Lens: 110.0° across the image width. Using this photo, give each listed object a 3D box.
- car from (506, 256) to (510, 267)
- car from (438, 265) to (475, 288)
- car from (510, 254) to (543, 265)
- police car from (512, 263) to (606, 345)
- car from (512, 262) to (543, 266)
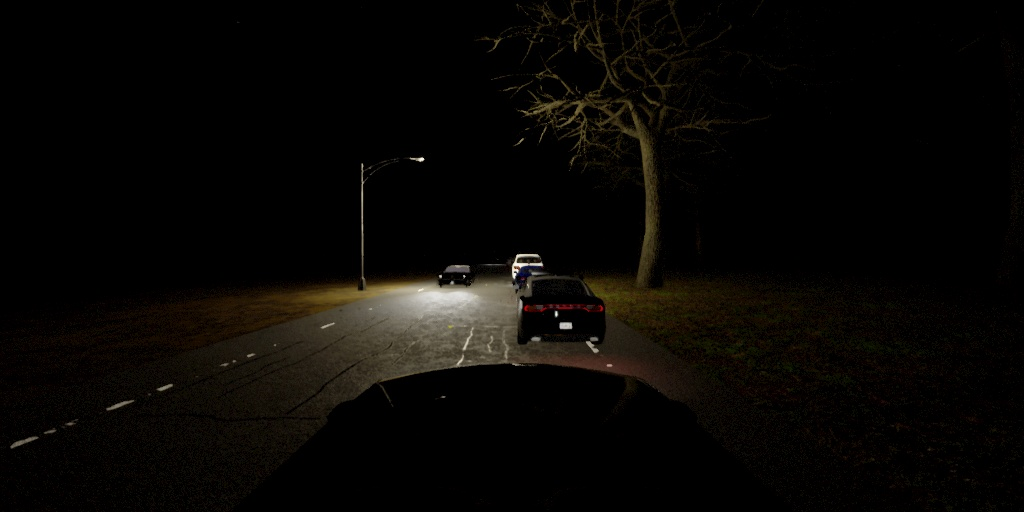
[{"bbox_3d":[0.149,0.899,54.525,1.812,1.442,4.674,0,1,0],"label":"car"},{"bbox_3d":[-3.563,1.290,23.619,1.895,1.301,4.718,0,0,0],"label":"car"},{"bbox_3d":[1.089,0.904,25.549,2.150,2.045,5.566,0,0,0],"label":"car"},{"bbox_3d":[1.063,1.162,9.628,1.930,1.638,5.238,0,0,0],"label":"police car"},{"bbox_3d":[1.079,1.233,19.519,1.812,1.442,4.674,0,0,0],"label":"car"}]
